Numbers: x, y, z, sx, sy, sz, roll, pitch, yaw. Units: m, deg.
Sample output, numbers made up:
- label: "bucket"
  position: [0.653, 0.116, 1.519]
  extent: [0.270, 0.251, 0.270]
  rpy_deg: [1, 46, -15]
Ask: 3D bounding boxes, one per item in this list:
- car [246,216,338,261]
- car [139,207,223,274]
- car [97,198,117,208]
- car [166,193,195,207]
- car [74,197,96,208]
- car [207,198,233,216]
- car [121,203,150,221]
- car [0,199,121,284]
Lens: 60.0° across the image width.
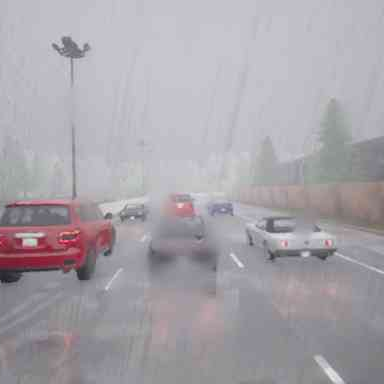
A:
- label: "car"
  position: [3.178, 1.485, 11.727]
  extent: [1.895, 1.301, 4.718]
  rpy_deg: [-1, 0, -2]
- label: "car"
  position: [-0.286, 1.446, 10.499]
  extent: [2.128, 1.511, 4.902]
  rpy_deg: [-1, 0, -2]
- label: "car"
  position: [-12.478, 1.616, 49.263]
  extent: [1.895, 1.301, 4.718]
  rpy_deg: [-1, 0, -2]
- label: "car"
  position: [-0.940, 1.118, 26.875]
  extent: [2.150, 2.045, 5.566]
  rpy_deg: [-1, 1, -2]
- label: "car"
  position: [-16.005, 1.558, 50.009]
  extent: [1.882, 1.535, 5.008]
  rpy_deg: [-1, 0, -2]
- label: "car"
  position: [2.468, 1.292, 29.691]
  extent: [1.882, 1.535, 5.008]
  rpy_deg: [-1, 0, -2]
- label: "car"
  position: [-4.418, 1.564, 26.424]
  extent: [1.895, 1.301, 4.718]
  rpy_deg: [-1, 0, -2]
- label: "car"
  position: [-3.752, 1.240, 9.999]
  extent: [2.150, 2.045, 5.566]
  rpy_deg: [-1, -1, -4]
